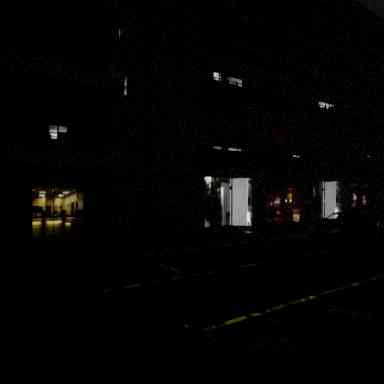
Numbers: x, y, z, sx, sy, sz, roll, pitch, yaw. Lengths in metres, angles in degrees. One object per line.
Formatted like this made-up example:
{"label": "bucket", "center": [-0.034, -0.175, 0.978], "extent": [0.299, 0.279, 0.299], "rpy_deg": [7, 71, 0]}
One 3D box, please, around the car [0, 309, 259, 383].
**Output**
{"label": "car", "center": [-1.714, 1.601, 2.098], "extent": [4.718, 1.301, 1.895], "rpy_deg": [0, 0, -35]}

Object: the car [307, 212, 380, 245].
{"label": "car", "center": [7.172, 1.583, 15.538], "extent": [4.206, 1.307, 1.802], "rpy_deg": [0, 0, -35]}
